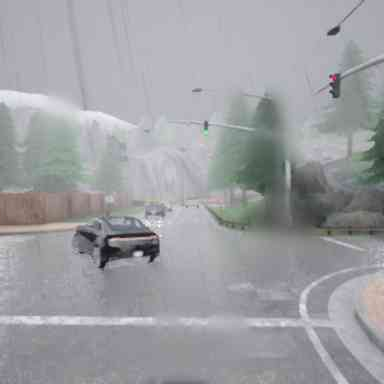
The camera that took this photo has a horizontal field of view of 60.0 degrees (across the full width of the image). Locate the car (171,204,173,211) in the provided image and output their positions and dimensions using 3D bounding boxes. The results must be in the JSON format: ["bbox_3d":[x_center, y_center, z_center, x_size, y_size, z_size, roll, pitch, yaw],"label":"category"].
[{"bbox_3d":[-3.599,1.892,43.789,1.812,1.442,4.674,0,0,0],"label":"car"}]

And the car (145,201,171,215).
[{"bbox_3d":[-3.605,1.773,33.687,2.128,1.511,4.902,0,0,0],"label":"car"}]

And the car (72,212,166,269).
[{"bbox_3d":[-2.803,1.585,11.647,2.128,1.511,4.902,1,-1,-31],"label":"car"}]

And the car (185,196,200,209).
[{"bbox_3d":[0.075,1.688,55.892,2.150,2.045,5.566,0,0,0],"label":"car"}]
